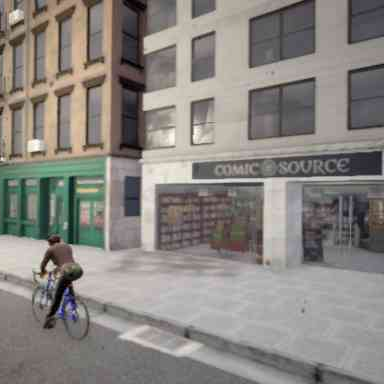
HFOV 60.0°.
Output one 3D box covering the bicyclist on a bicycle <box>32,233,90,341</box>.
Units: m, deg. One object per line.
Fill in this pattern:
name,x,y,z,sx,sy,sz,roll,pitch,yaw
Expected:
bicyclist on a bicycle,-2.202,1.517,5.486,1.656,1.620,0.582,-1,-1,36
